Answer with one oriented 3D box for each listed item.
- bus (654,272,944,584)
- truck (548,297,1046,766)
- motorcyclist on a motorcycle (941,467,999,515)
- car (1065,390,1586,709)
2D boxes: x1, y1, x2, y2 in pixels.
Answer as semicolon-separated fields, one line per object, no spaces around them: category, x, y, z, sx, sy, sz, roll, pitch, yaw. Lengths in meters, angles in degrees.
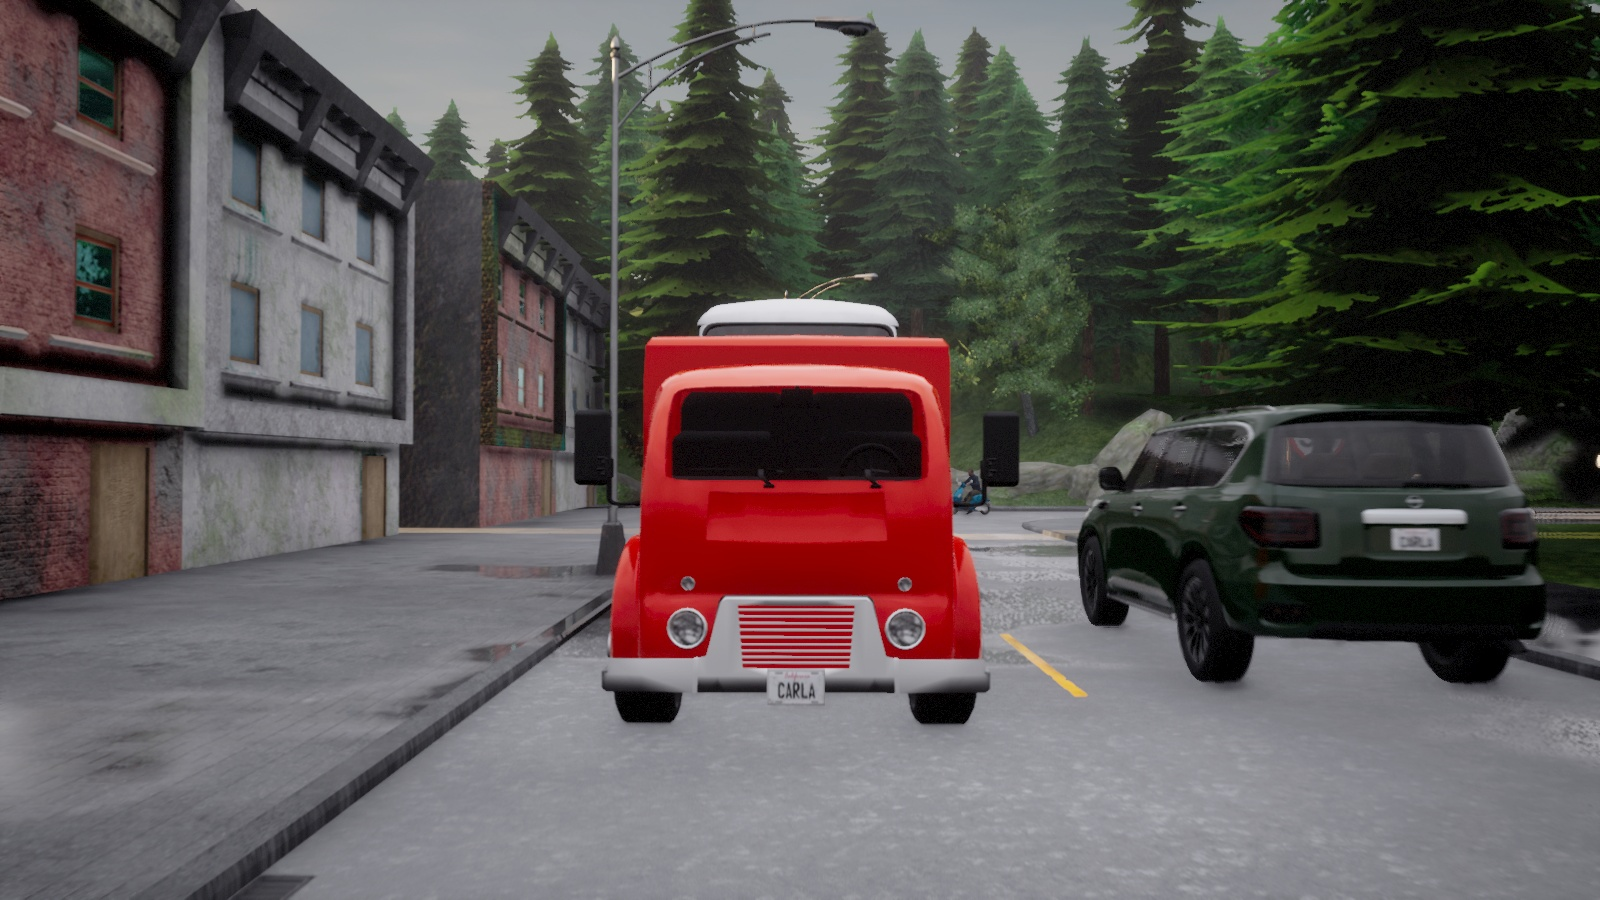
bus;-0.092;-0.227;22.312;3.944;4.253;10.273;0;-1;-1
truck;-0.025;0.465;9.244;2.627;2.467;5.204;0;-1;0
motorcyclist on a motorcycle;5.868;1.398;43.276;1.817;1.590;0.866;0;-1;-27
car;3.972;0.679;10.877;2.150;2.045;5.566;0;-1;0
